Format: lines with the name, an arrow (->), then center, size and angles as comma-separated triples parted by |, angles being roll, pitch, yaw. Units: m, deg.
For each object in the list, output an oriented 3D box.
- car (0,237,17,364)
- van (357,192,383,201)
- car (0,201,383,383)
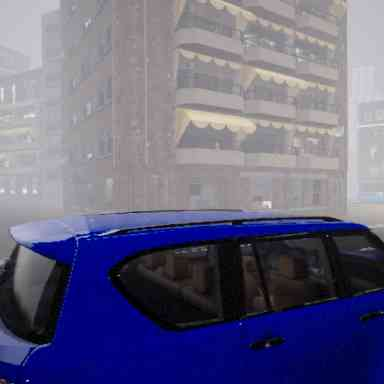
car -> -5.167, 1.548, 3.983 | 5.357, 1.411, 2.033 | 0, 0, -30
van -> 29.868, 0.887, 55.540 | 3.998, 1.788, 1.690 | 1, 0, 26
car -> 0.852, 1.221, 3.571 | 5.566, 2.045, 2.150 | 0, 0, -31
